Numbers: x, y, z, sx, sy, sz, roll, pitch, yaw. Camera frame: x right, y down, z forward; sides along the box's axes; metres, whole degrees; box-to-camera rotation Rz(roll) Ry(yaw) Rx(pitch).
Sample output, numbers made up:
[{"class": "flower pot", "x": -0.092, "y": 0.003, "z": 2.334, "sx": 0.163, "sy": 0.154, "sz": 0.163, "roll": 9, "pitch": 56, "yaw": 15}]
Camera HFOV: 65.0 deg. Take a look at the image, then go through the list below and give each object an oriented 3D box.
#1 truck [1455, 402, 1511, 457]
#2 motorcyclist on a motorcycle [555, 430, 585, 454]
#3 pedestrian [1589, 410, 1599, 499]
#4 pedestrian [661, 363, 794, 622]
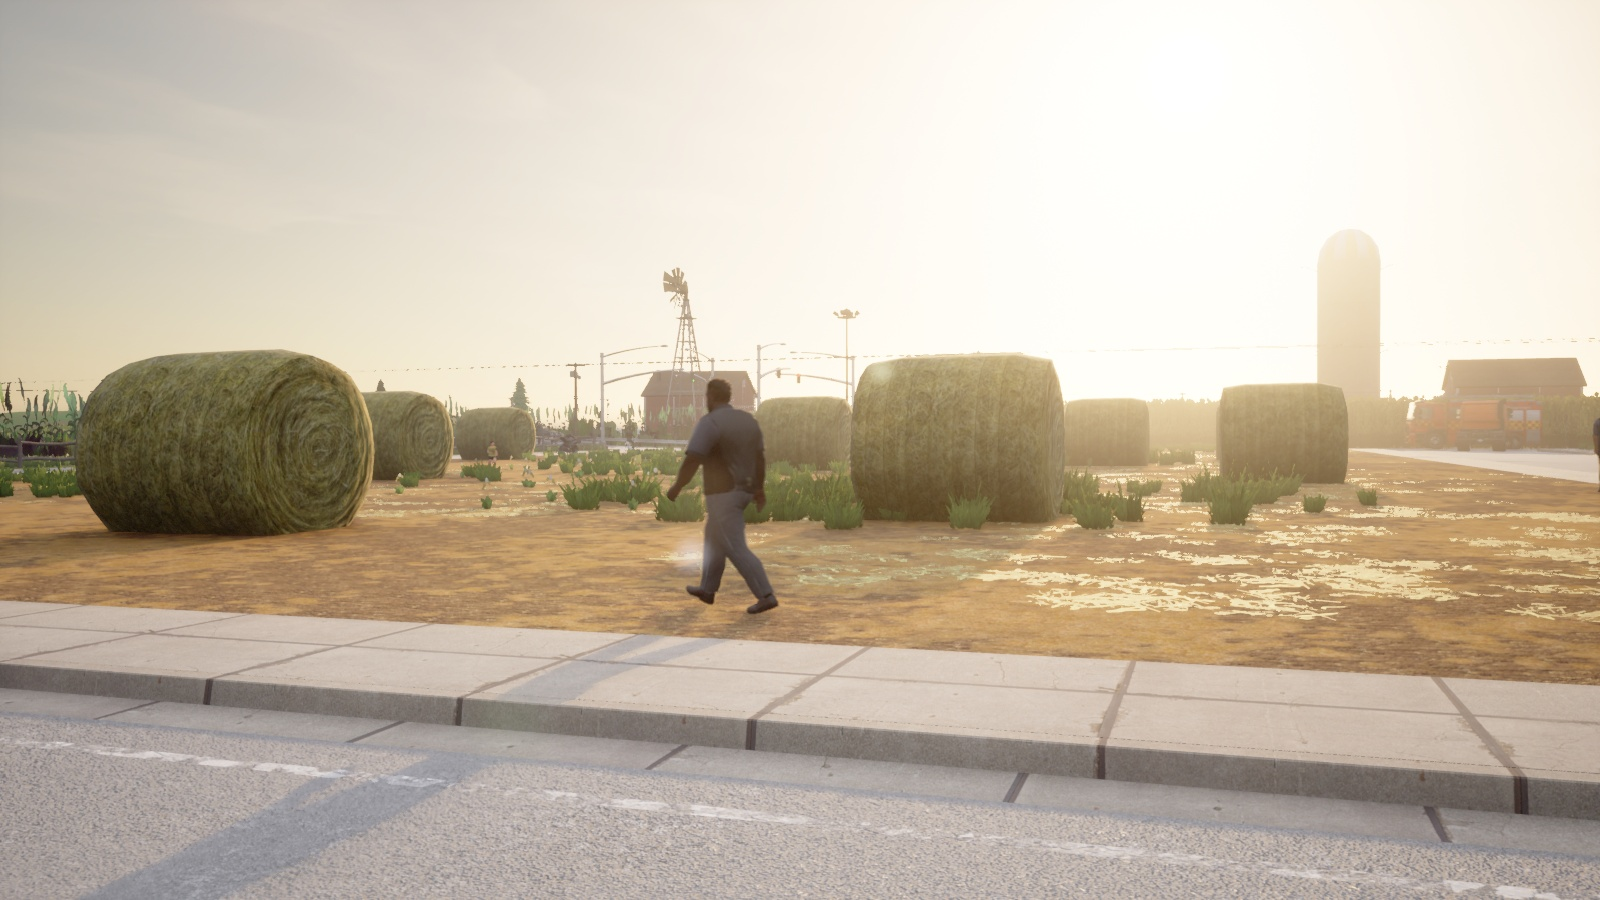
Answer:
[{"class": "truck", "x": 45.502, "y": -1.343, "z": 83.612, "sx": 2.891, "sy": 3.462, "sz": 7.936, "roll": 0, "pitch": 0, "yaw": 31}, {"class": "motorcyclist on a motorcycle", "x": -15.082, "y": -0.549, "z": 82.406, "sx": 0.866, "sy": 1.530, "sz": 2.191, "roll": 1, "pitch": 1, "yaw": 21}, {"class": "pedestrian", "x": 16.853, "y": 0.095, "z": 26.198, "sx": 0.540, "sy": 1.848, "sz": 0.694, "roll": 1, "pitch": 1, "yaw": 22}, {"class": "pedestrian", "x": -0.558, "y": 0.304, "z": 9.622, "sx": 0.849, "sy": 1.883, "sz": 0.563, "roll": 1, "pitch": 1, "yaw": 38}]
